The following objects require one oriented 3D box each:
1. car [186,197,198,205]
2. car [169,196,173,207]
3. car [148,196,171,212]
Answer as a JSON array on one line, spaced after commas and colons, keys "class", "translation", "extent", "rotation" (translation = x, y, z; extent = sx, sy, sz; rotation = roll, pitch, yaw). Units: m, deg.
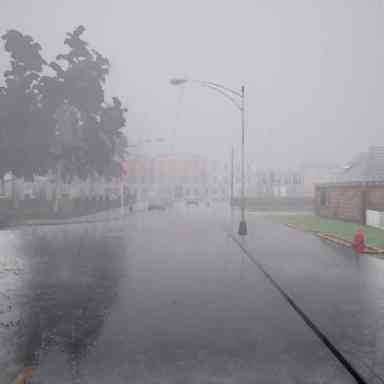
[{"class": "car", "translation": [0.051, 1.564, 58.281], "extent": [1.994, 1.385, 4.181], "rotation": [0, 0, -2]}, {"class": "car", "translation": [-4.008, 1.352, 49.847], "extent": [2.097, 1.767, 4.553], "rotation": [0, 0, 1]}, {"class": "car", "translation": [-4.053, 1.547, 39.699], "extent": [2.033, 1.411, 5.357], "rotation": [0, 0, 0]}]
